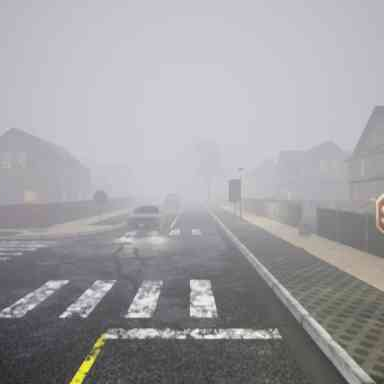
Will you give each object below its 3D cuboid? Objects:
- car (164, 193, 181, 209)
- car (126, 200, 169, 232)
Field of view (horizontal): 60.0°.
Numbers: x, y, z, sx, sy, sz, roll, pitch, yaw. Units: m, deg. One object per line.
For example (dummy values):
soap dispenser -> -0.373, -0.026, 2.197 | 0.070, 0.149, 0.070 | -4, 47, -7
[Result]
car -> -2.649, 1.197, 46.064 | 2.150, 2.045, 5.566 | 0, 0, 0
car -> -2.706, 1.497, 20.300 | 1.882, 1.535, 5.008 | 0, 0, 0
